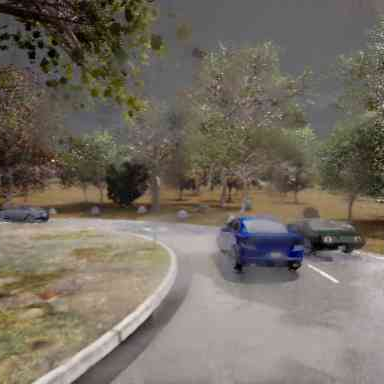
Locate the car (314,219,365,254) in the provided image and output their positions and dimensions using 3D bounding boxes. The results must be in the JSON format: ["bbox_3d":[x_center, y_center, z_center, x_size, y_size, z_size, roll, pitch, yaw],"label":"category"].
[{"bbox_3d":[4.941,1.778,14.141,1.895,1.301,4.718,1,-1,-12],"label":"car"}]

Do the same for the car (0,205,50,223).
[{"bbox_3d":[-13.984,1.774,27.411,4.181,1.385,1.994,1,-1,9],"label":"car"}]

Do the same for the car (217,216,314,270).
[{"bbox_3d":[2.094,1.570,11.370,1.882,1.535,5.008,1,-1,-4],"label":"car"}]
